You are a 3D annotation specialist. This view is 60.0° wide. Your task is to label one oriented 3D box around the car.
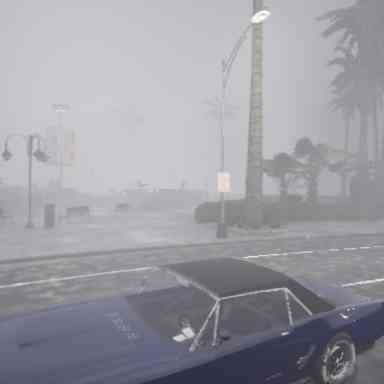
[{"bbox_3d":[0.011,1.547,3.764,4.718,1.301,1.895,0,1,-30],"label":"car"}]
